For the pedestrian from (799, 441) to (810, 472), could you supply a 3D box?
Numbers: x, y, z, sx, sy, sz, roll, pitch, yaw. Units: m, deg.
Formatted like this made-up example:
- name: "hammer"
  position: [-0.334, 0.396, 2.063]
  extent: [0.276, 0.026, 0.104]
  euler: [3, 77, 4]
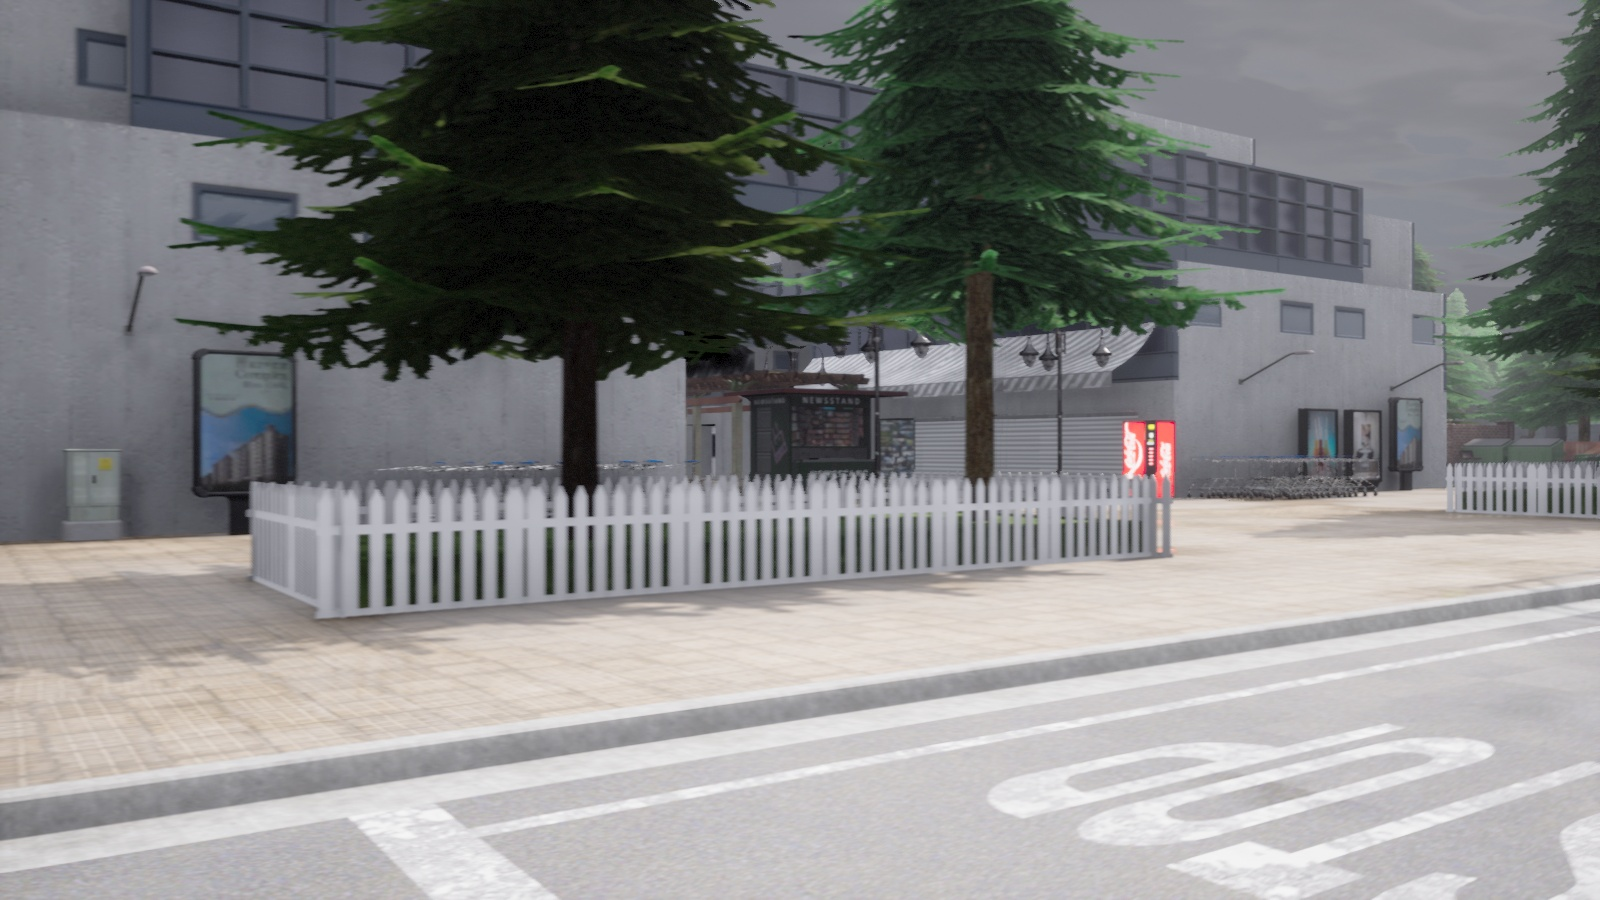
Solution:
- name: "pedestrian"
  position: [0.284, 0.369, 73.221]
  extent: [0.345, 1.836, 0.594]
  euler: [0, 0, -37]
